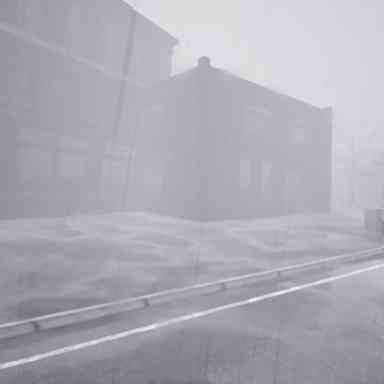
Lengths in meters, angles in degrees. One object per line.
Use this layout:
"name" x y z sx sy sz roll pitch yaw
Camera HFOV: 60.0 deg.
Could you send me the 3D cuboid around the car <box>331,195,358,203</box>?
"car" 25.718 1.295 56.883 2.033 1.411 5.357 1 0 -15
